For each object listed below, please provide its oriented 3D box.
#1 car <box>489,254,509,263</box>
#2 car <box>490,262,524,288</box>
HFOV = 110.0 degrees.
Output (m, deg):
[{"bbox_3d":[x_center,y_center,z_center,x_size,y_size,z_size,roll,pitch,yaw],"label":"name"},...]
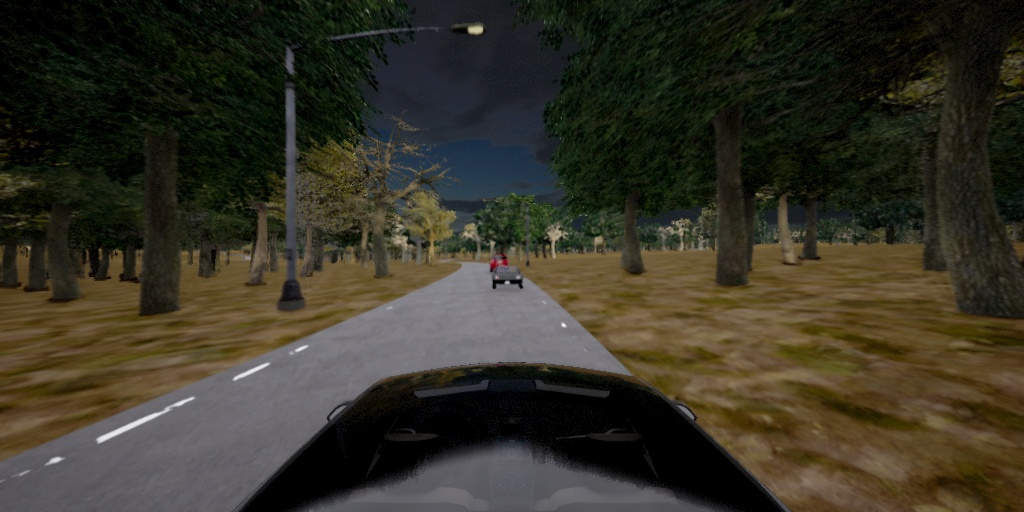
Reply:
[{"bbox_3d":[-1.552,0.826,42.804,2.150,2.045,5.566,0,0,-5],"label":"car"},{"bbox_3d":[-0.339,1.259,22.953,1.895,1.301,4.718,0,0,-2],"label":"car"}]
